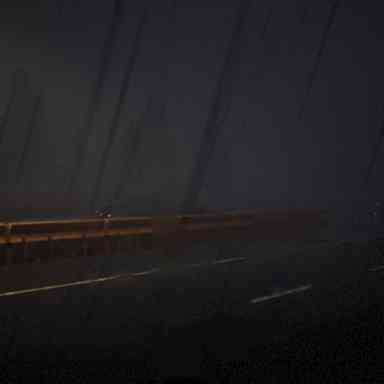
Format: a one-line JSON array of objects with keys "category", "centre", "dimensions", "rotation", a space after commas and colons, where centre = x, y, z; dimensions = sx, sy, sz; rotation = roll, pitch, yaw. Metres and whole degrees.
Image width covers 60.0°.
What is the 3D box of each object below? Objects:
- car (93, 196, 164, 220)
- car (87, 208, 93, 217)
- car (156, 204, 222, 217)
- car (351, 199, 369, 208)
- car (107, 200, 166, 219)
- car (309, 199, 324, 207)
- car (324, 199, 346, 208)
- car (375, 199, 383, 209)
[{"category": "car", "centre": [-4.613, 1.316, 26.665], "dimensions": [5.566, 2.045, 2.150], "rotation": [0, 0, -37]}, {"category": "car", "centre": [-6.759, 1.605, 29.476], "dimensions": [4.892, 1.490, 1.837], "rotation": [0, 0, -37]}, {"category": "car", "centre": [0.144, 1.653, 21.554], "dimensions": [4.181, 1.385, 1.994], "rotation": [0, 0, -38]}, {"category": "car", "centre": [27.191, 1.857, 53.768], "dimensions": [2.033, 1.411, 5.357], "rotation": [0, 0, 38]}, {"category": "car", "centre": [-3.068, 1.579, 23.493], "dimensions": [4.902, 1.511, 2.128], "rotation": [0, 0, -37]}, {"category": "car", "centre": [22.432, 1.875, 59.157], "dimensions": [1.994, 1.385, 4.181], "rotation": [0, 0, 37]}, {"category": "car", "centre": [24.562, 1.858, 56.105], "dimensions": [2.033, 1.411, 5.357], "rotation": [0, 0, 37]}, {"category": "car", "centre": [29.635, 1.809, 51.277], "dimensions": [1.837, 1.490, 4.892], "rotation": [0, 0, 38]}]
